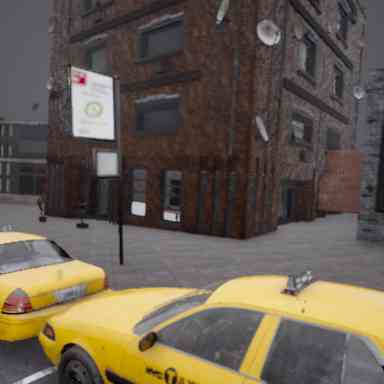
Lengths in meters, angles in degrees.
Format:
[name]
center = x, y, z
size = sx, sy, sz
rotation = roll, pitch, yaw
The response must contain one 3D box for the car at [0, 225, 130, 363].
[car]
center = -3.813, 1.395, 6.253
size = 5.366, 1.575, 1.946
rotation = 1, 0, 36
